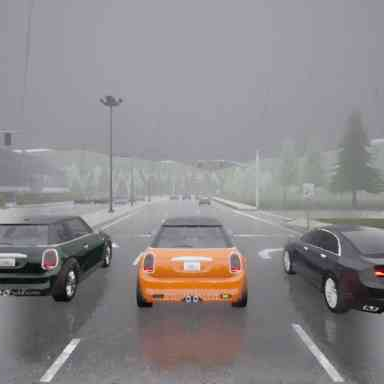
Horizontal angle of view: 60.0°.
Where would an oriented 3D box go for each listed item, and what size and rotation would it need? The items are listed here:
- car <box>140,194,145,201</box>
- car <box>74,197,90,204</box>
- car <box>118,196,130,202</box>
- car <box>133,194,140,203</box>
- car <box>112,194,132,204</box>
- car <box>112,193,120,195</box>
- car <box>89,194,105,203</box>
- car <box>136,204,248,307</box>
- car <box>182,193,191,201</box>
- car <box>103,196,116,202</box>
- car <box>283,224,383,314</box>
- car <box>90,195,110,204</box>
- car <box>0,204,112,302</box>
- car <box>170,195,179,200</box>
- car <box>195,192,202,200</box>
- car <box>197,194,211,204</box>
[{"bbox_3d":[-12.858,1.346,81.249,2.097,1.767,4.553,0,0,0],"label":"car"},{"bbox_3d":[-19.893,1.595,60.771,1.895,1.301,4.718,0,0,1],"label":"car"},{"bbox_3d":[-16.358,1.587,80.320,1.895,1.301,4.718,0,0,0],"label":"car"},{"bbox_3d":[-12.848,1.545,69.584,1.994,1.385,4.181,0,0,0],"label":"car"},{"bbox_3d":[-12.902,1.595,60.939,1.895,1.301,4.718,0,0,0],"label":"car"},{"bbox_3d":[-16.349,1.218,70.224,2.150,2.045,5.566,0,0,0],"label":"car"},{"bbox_3d":[-19.848,1.348,69.642,2.097,1.767,4.553,0,0,0],"label":"car"},{"bbox_3d":[0.000,1.351,8.104,2.097,1.767,4.553,0,0,0],"label":"car"},{"bbox_3d":[-1.365,1.213,88.236,2.150,2.045,5.566,0,0,0],"label":"car"},{"bbox_3d":[-19.857,1.587,79.931,1.895,1.301,4.718,0,0,0],"label":"car"},{"bbox_3d":[3.499,1.504,7.608,1.837,1.490,4.892,0,0,0],"label":"car"},{"bbox_3d":[-16.403,1.595,60.561,1.895,1.301,4.718,0,0,0],"label":"car"},{"bbox_3d":[-3.500,1.351,8.426,2.097,1.767,4.553,0,0,0],"label":"car"},{"bbox_3d":[-4.865,1.486,88.497,1.837,1.490,4.892,0,0,0],"label":"car"},{"bbox_3d":[2.135,1.511,88.573,1.812,1.442,4.674,0,0,0],"label":"car"},{"bbox_3d":[2.163,1.520,57.195,1.812,1.442,4.674,0,0,0],"label":"car"}]
